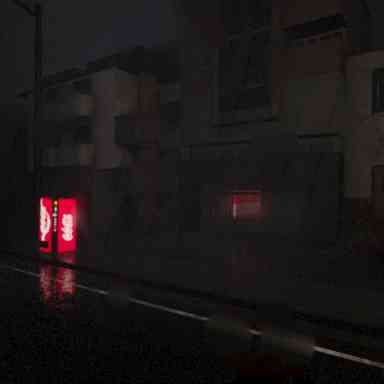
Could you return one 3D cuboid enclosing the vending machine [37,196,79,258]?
[{"bbox_3d":[-4.838,1.192,12.043,0.880,2.100,1.100,1,0,35],"label":"vending machine"}]
